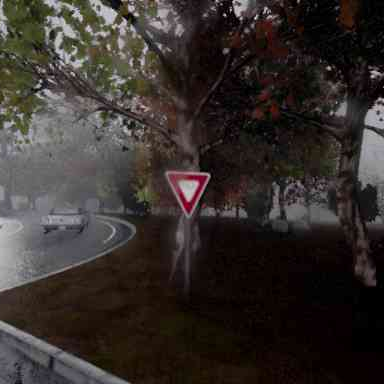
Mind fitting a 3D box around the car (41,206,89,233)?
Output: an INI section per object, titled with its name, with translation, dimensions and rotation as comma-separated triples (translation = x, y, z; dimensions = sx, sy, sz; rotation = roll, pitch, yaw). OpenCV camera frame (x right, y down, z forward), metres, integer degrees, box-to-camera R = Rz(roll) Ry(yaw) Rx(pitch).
[car]
translation = -6.778, 1.430, 18.277
dimensions = 1.895, 1.301, 4.718
rotation = 0, 0, -12
